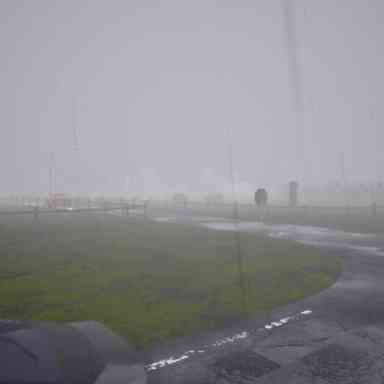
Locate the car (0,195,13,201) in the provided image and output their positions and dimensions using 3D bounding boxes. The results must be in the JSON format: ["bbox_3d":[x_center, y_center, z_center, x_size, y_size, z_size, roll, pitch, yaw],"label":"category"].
[{"bbox_3d":[-45.021,1.394,80.698,1.882,1.535,5.008,1,-1,-45],"label":"car"}]

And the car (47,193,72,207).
[{"bbox_3d":[-19.686,1.128,49.089,2.150,2.045,5.566,1,-1,-40],"label":"car"}]

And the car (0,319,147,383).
[{"bbox_3d":[-2.447,1.494,1.200,4.902,1.511,2.128,0,0,-36],"label":"car"}]
